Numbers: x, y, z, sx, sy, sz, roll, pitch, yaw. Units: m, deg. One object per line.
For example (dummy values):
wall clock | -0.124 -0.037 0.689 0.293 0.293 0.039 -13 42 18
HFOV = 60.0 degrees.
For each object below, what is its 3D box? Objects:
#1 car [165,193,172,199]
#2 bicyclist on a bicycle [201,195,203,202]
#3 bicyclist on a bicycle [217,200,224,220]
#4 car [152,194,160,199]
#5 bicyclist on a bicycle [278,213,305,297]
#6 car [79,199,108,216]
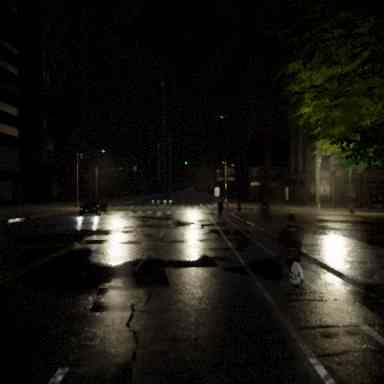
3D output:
car | -6.484 1.142 91.386 1.837 1.490 4.892 0 0 0
bicyclist on a bicycle | 2.263 1.403 74.892 0.659 1.776 1.843 0 0 0
bicyclist on a bicycle | 2.256 1.459 26.385 0.582 1.620 1.656 0 0 0
car | -9.734 1.166 91.386 1.812 1.442 4.674 0 0 0
bicyclist on a bicycle | 2.241 1.367 7.678 0.659 1.776 1.843 0 0 0
car | -9.759 1.521 33.231 1.837 1.490 4.892 0 -1 0
